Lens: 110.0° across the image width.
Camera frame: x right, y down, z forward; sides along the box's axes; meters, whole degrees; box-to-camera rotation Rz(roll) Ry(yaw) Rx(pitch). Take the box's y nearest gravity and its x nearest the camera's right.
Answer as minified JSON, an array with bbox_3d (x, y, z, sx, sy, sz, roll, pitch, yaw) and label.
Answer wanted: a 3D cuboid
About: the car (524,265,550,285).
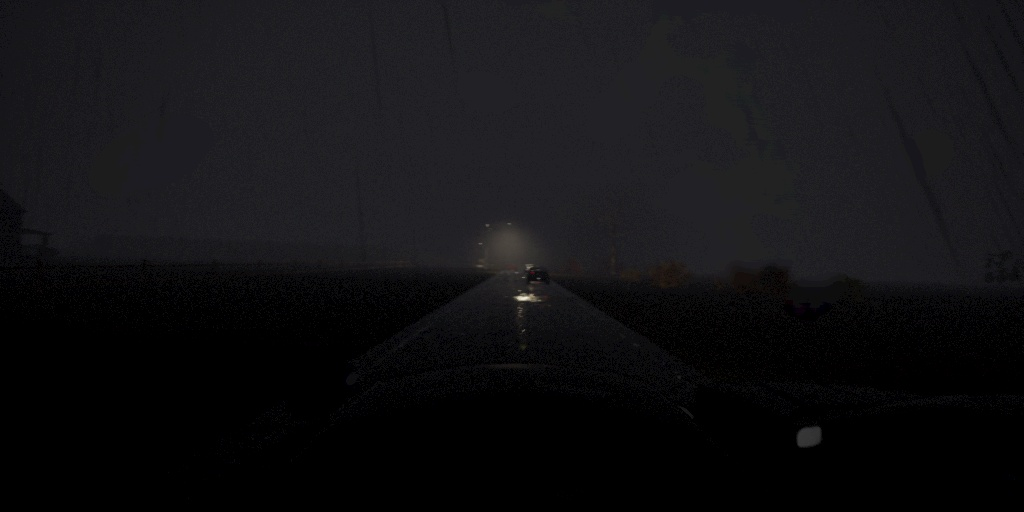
[{"bbox_3d":[2.204,1.632,31.244,2.128,1.511,4.902,2,-1,1],"label":"car"}]

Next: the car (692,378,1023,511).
[{"bbox_3d":[2.482,1.296,1.224,1.882,1.535,5.008,2,-1,1],"label":"car"}]
